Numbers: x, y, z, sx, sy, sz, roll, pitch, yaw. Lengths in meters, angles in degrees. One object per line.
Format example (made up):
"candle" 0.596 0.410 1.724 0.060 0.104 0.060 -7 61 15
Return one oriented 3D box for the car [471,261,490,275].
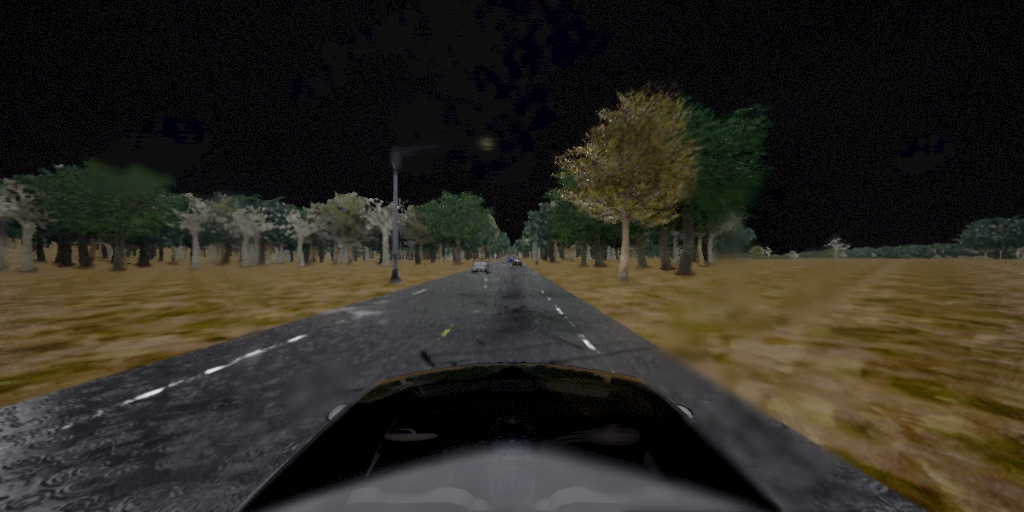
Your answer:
"car" -3.566 1.321 41.408 1.837 1.490 4.892 0 0 0
